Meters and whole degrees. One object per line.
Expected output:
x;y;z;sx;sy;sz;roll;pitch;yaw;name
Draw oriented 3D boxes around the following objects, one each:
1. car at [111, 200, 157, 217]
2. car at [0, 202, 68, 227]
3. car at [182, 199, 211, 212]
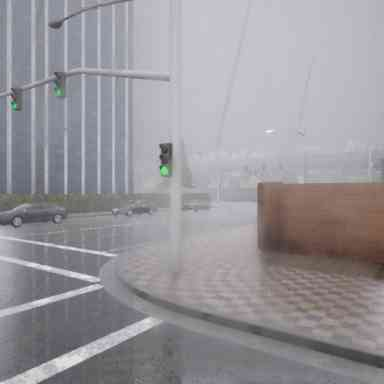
-5.298;1.487;30.968;2.128;1.511;4.902;0;0;35;car
-11.008;1.501;22.940;1.837;1.490;4.892;0;0;35;car
0.480;1.560;39.072;1.994;1.385;4.181;0;0;35;car
